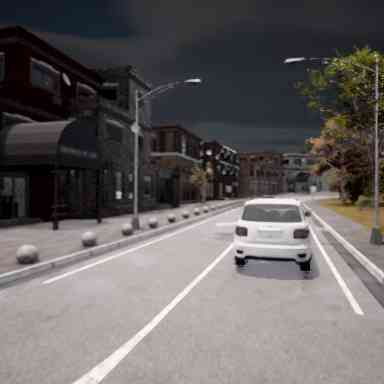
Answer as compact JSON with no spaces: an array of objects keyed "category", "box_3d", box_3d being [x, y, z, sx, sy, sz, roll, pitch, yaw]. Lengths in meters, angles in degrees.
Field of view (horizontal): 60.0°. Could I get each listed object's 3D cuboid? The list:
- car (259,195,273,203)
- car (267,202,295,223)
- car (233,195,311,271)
[{"category":"car","box_3d":[13.405,1.163,60.080,1.895,1.301,4.718,0,1,20]},{"category":"car","box_3d":[7.039,1.505,26.091,1.895,1.301,4.718,0,1,17]},{"category":"car","box_3d":[2.813,1.224,11.316,2.150,2.045,5.566,0,1,17]}]
